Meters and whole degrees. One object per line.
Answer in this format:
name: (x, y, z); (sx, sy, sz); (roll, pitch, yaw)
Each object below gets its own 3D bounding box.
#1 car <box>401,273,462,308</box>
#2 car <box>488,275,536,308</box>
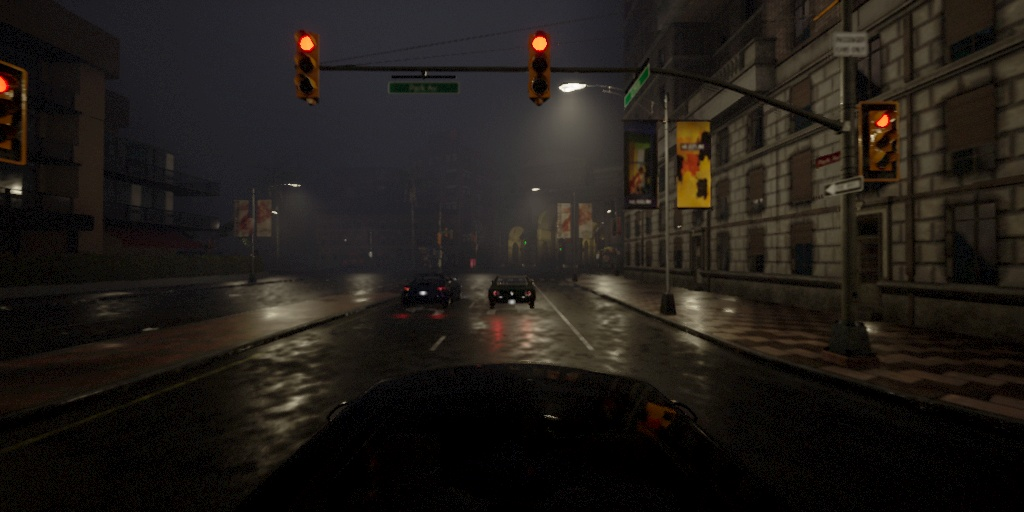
car: (-3.497, 1.450, 16.131); (1.994, 1.385, 4.181); (0, -1, 0)
car: (0.003, 1.485, 15.958); (1.895, 1.301, 4.718); (0, -1, 0)
